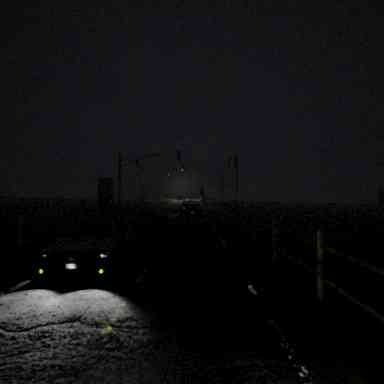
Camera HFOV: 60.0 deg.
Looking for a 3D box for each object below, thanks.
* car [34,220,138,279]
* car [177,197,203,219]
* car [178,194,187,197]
[{"bbox_3d":[-2.841,1.549,9.791,1.994,1.385,4.181,0,0,0],"label":"car"},{"bbox_3d":[-0.195,1.437,28.586,1.882,1.535,5.008,0,0,-5],"label":"car"},{"bbox_3d":[-2.662,1.438,80.771,2.033,1.411,5.357,0,0,0],"label":"car"}]
